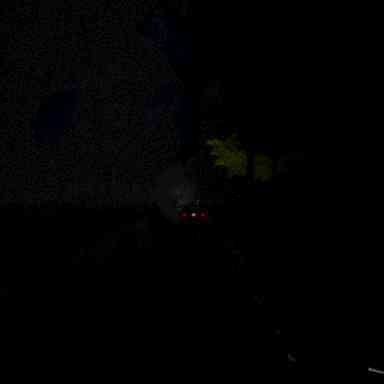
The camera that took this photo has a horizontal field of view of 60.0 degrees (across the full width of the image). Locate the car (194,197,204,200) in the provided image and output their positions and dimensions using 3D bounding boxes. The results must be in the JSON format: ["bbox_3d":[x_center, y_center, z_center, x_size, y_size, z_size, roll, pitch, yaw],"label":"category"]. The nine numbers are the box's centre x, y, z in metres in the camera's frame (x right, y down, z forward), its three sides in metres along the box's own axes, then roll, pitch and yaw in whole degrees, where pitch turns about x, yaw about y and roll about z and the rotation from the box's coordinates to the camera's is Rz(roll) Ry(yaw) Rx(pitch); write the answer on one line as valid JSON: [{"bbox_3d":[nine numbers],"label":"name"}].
[{"bbox_3d":[0.986,1.592,58.288,2.097,1.767,4.553,0,0,0],"label":"car"}]

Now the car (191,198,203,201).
[{"bbox_3d":[0.104,1.777,42.646,1.895,1.301,4.718,0,0,0],"label":"car"}]

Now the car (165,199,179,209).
[{"bbox_3d":[-2.807,1.771,49.475,1.994,1.385,4.181,0,0,0],"label":"car"}]

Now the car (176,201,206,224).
[{"bbox_3d":[0.110,1.633,25.223,2.033,1.411,5.357,0,0,0],"label":"car"}]

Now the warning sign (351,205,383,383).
[{"bbox_3d":[2.493,1.122,3.203,1.300,1.860,1.060,3,3,0],"label":"warning sign"}]
